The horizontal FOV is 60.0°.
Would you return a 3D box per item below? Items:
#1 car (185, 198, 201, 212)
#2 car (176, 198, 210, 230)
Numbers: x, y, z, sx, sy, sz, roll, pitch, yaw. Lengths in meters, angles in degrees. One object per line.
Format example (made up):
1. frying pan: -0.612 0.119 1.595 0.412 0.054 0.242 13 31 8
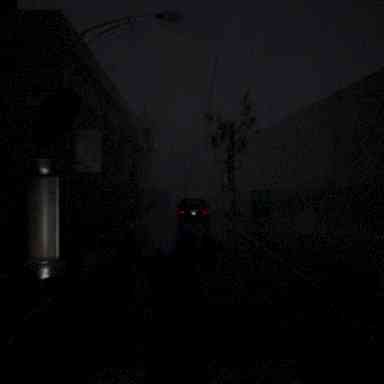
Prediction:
1. car: 0.093 1.601 41.733 1.882 1.535 5.008 0 1 0
2. car: 0.082 1.434 23.106 2.150 2.045 5.566 0 -1 0
